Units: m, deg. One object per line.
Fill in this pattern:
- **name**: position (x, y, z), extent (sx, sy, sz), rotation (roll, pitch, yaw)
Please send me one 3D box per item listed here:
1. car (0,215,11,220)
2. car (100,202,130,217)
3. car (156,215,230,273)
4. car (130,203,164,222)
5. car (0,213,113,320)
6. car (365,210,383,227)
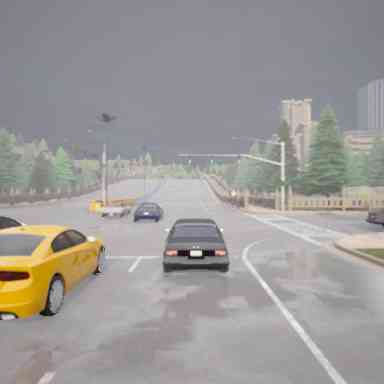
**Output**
- **car**: position (-6.899, 1.476, 11.085), extent (1.882, 1.535, 5.008), rotation (0, 0, 0)
- **car**: position (-6.897, 1.596, 30.646), extent (1.895, 1.301, 4.718), rotation (0, 0, 0)
- **car**: position (0.100, 1.546, 10.645), extent (2.033, 1.411, 5.357), rotation (0, 0, 0)
- **car**: position (-3.397, 1.560, 26.638), extent (1.994, 1.385, 4.181), rotation (0, 0, 0)
- **car**: position (-3.398, 1.476, 7.484), extent (1.882, 1.535, 5.008), rotation (0, 0, 0)
- **car**: position (13.438, 1.544, 19.983), extent (5.357, 1.411, 2.033), rotation (0, 0, 5)
